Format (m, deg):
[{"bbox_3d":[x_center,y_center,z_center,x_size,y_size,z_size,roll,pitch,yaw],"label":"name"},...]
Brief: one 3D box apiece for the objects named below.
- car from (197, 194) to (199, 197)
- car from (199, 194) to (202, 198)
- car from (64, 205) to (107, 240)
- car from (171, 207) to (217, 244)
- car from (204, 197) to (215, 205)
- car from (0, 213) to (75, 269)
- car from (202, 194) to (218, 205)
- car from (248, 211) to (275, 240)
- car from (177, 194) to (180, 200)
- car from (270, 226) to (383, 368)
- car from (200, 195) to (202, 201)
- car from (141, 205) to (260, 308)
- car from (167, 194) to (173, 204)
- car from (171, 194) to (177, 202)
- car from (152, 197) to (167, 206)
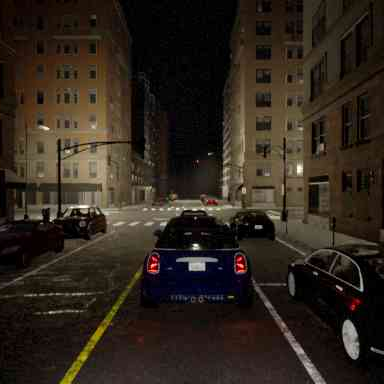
[{"bbox_3d":[3.264,1.456,91.526,2.192,1.841,5.009,0,0,0],"label":"car"},{"bbox_3d":[3.181,1.523,75.299,1.967,1.590,4.097,0,0,0],"label":"car"},{"bbox_3d":[-5.616,1.441,16.603,1.967,1.590,4.097,0,0,0],"label":"car"},{"bbox_3d":[0.100,1.564,16.647,1.994,1.385,4.181,0,0,1],"label":"car"},{"bbox_3d":[3.098,1.570,59.243,1.752,1.417,4.829,0,0,0],"label":"car"},{"bbox_3d":[-5.634,1.582,11.101,1.802,1.307,4.206,0,0,0],"label":"car"},{"bbox_3d":[3.069,1.475,53.663,1.967,1.590,4.097,0,0,0],"label":"car"},{"bbox_3d":[2.910,1.566,16.573,1.947,1.339,4.313,0,0,0],"label":"car"},{"bbox_3d":[-5.260,1.456,91.565,2.192,1.841,5.009,0,0,0],"label":"car"},{"bbox_3d":[2.873,1.550,5.571,2.008,1.369,4.403,0,0,0],"label":"car"},{"bbox_3d":[3.126,1.606,64.481,2.008,1.369,4.403,0,0,0],"label":"car"},{"bbox_3d":[0.105,1.352,8.064,2.097,1.767,4.553,0,0,0],"label":"car"},{"bbox_3d":[-5.399,1.606,64.522,2.008,1.369,4.403,0,0,0],"label":"car"},{"bbox_3d":[-5.316,1.625,80.577,1.752,1.417,4.829,0,0,0],"label":"car"},{"bbox_3d":[-5.455,1.617,53.705,1.802,1.307,4.206,0,0,0],"label":"car"}]
